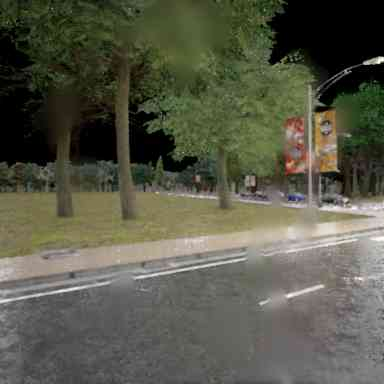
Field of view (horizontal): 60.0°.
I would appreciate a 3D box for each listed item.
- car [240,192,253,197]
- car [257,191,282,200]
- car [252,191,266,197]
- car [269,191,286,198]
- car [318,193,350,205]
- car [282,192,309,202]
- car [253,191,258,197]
[{"bbox_3d":[13.803,0.646,83.946,1.895,1.301,4.718,-1,1,-12],"label":"car"},{"bbox_3d":[14.837,0.744,63.274,2.128,1.511,4.902,-1,1,-12],"label":"car"},{"bbox_3d":[16.951,0.543,84.768,1.812,1.442,4.674,-1,1,-12],"label":"car"},{"bbox_3d":[19.068,0.626,74.718,1.812,1.442,4.674,-1,1,-12],"label":"car"},{"bbox_3d":[18.774,0.928,44.135,2.128,1.511,4.902,-1,1,-12],"label":"car"},{"bbox_3d":[16.861,0.824,53.344,1.882,1.535,5.008,-1,1,-12],"label":"car"},{"bbox_3d":[15.950,0.660,73.754,2.128,1.511,4.902,-1,1,-12],"label":"car"}]
